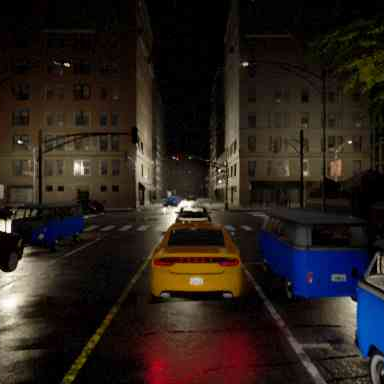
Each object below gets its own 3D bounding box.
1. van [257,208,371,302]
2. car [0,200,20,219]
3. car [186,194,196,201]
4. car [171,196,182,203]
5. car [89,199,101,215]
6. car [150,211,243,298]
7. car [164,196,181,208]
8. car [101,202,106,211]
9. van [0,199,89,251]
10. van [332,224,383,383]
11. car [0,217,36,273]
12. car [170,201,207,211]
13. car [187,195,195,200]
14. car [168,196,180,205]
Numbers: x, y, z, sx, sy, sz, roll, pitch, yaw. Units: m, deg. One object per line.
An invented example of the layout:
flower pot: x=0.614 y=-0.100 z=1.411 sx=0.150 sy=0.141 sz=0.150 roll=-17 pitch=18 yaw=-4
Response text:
van: x=2.705 y=1.337 z=7.952 sx=1.690 sy=1.788 sz=3.998 roll=0 pitch=0 yaw=0
car: x=-17.901 y=1.477 z=28.845 sx=4.902 sy=1.511 sz=2.128 roll=0 pitch=0 yaw=-1
car: x=-0.201 y=1.312 z=76.649 sx=2.097 sy=1.767 sz=4.553 roll=0 pitch=0 yaw=-1
car: x=-3.141 y=1.498 z=69.690 sx=2.033 sy=1.411 sz=5.357 roll=0 pitch=0 yaw=-1
car: x=-11.428 y=1.559 z=32.352 sx=4.181 sy=1.385 sz=1.994 roll=0 pitch=0 yaw=-1
car: x=0.114 y=1.474 z=8.539 sx=1.882 sy=1.535 sz=5.008 roll=0 pitch=0 yaw=1
car: x=-3.050 y=1.446 z=48.917 sx=1.882 sy=1.535 sz=5.008 roll=0 pitch=0 yaw=0
car: x=-11.724 y=1.511 z=35.601 sx=4.892 sy=1.490 sz=1.837 roll=0 pitch=0 yaw=-1
van: x=-5.796 y=1.334 z=13.640 sx=1.690 sy=1.788 sz=3.998 roll=0 pitch=0 yaw=0
van: x=2.680 y=1.340 z=2.294 sx=1.690 sy=1.788 sz=3.998 roll=0 pitch=0 yaw=0
car: x=-5.822 y=1.541 z=7.979 sx=1.887 sy=1.381 sz=4.507 roll=0 pitch=0 yaw=0
car: x=0.075 y=1.480 z=17.959 sx=2.128 sy=1.511 sz=4.902 roll=0 pitch=0 yaw=0
car: x=-0.313 y=1.553 z=89.207 sx=1.895 sy=1.301 sz=4.718 roll=0 pitch=0 yaw=-1
car: x=-3.123 y=1.440 z=59.101 sx=1.882 sy=1.535 sz=5.008 roll=0 pitch=0 yaw=0
